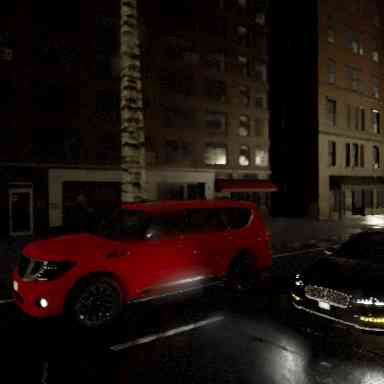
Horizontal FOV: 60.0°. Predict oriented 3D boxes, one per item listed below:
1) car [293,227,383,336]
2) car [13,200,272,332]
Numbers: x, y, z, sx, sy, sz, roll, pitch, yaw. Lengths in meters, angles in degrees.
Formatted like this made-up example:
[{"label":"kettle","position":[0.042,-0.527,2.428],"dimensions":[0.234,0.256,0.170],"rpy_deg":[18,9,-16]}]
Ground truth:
[{"label":"car","position":[4.019,1.501,6.545],"dimensions":[4.892,1.490,1.837],"rpy_deg":[0,0,-35]},{"label":"car","position":[-0.693,1.216,7.182],"dimensions":[5.566,2.045,2.150],"rpy_deg":[0,0,-35]}]
